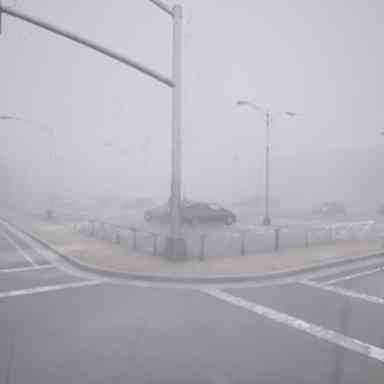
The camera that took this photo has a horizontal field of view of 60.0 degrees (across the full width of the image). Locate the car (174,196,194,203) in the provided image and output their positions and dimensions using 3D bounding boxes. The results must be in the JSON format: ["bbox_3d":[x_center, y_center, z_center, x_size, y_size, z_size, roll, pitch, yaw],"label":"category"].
[{"bbox_3d":[-1.624,1.575,69.857,3.806,1.475,1.970,1,0,-35],"label":"car"}]

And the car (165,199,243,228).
[{"bbox_3d":[0.841,1.456,21.917,4.514,1.523,2.007,1,0,-35],"label":"car"}]

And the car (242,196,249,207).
[{"bbox_3d":[9.645,1.421,54.294,3.866,1.878,1.905,1,0,-35],"label":"car"}]

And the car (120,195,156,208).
[{"bbox_3d":[-7.180,1.484,46.780,4.514,1.523,2.007,1,0,-35],"label":"car"}]

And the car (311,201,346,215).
[{"bbox_3d":[14.386,1.664,35.027,3.806,1.475,1.970,1,0,-35],"label":"car"}]

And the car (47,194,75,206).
[{"bbox_3d":[-20.661,1.480,52.511,3.806,1.475,1.970,1,0,-35],"label":"car"}]

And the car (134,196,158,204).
[{"bbox_3d":[-9.501,1.580,68.822,4.514,1.523,2.007,1,0,-35],"label":"car"}]

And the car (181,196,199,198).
[{"bbox_3d":[-1.492,1.504,38.564,3.633,1.501,1.845,1,0,-35],"label":"car"}]

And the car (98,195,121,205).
[{"bbox_3d":[-13.730,1.291,57.399,4.605,1.855,1.932,1,0,-35],"label":"car"}]

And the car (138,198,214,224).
[{"bbox_3d":[-0.998,1.447,24.458,5.027,1.636,2.152,1,0,-35],"label":"car"}]

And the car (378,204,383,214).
[{"bbox_3d":[22.176,1.719,36.834,3.633,1.501,1.845,1,0,-35],"label":"car"}]

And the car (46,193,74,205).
[{"bbox_3d":[-22.062,1.202,55.588,3.866,1.878,1.905,1,0,-35],"label":"car"}]

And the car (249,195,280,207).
[{"bbox_3d":[11.647,1.445,52.148,4.605,1.855,1.932,1,0,-35],"label":"car"}]

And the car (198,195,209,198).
[{"bbox_3d":[2.317,1.499,64.782,5.027,1.636,2.152,1,0,-35],"label":"car"}]
